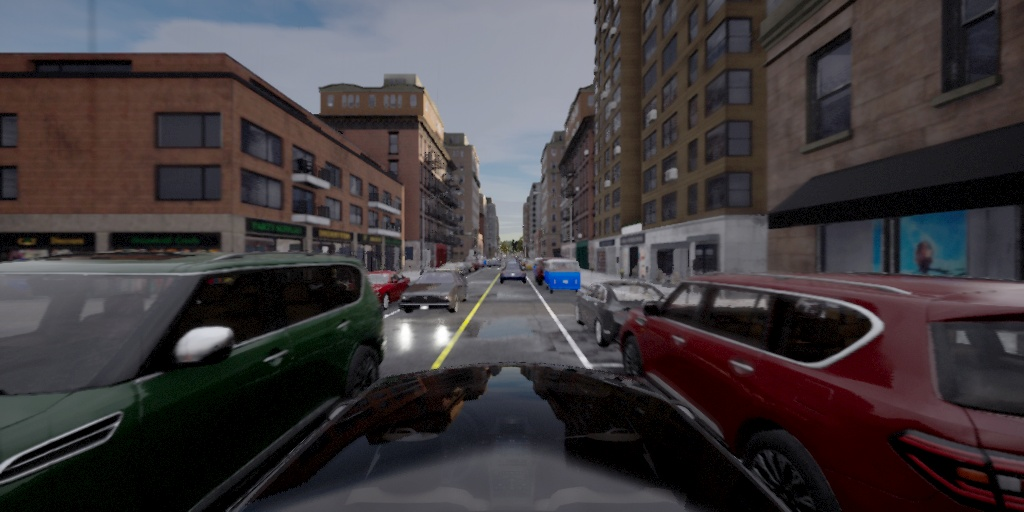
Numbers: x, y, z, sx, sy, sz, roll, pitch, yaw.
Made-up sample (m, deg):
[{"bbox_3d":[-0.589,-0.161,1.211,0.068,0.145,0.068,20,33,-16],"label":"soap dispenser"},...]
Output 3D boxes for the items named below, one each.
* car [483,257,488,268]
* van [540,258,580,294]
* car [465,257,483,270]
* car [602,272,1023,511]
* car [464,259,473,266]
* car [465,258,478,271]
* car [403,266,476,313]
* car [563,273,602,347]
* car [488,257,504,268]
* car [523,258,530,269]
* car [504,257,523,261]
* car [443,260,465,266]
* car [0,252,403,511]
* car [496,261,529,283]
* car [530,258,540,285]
[{"bbox_3d":[-5.391,1.258,57.760,1.802,1.307,4.207,0,0,0],"label":"car"},{"bbox_3d":[2.690,1.067,19.918,1.690,1.789,3.998,0,0,0],"label":"van"},{"bbox_3d":[-5.394,1.005,46.948,2.192,1.841,5.009,0,0,0],"label":"car"},{"bbox_3d":[2.705,1.062,3.699,2.192,1.841,5.009,0,0,0],"label":"car"},{"bbox_3d":[-5.397,1.255,36.135,2.007,1.370,4.403,0,0,0],"label":"car"},{"bbox_3d":[-5.396,1.263,41.541,1.948,1.339,4.313,0,0,0],"label":"car"},{"bbox_3d":[-2.837,1.282,14.279,2.033,1.411,5.357,0,0,0],"label":"car"},{"bbox_3d":[2.700,1.291,9.105,2.007,1.370,4.403,0,0,0],"label":"car"},{"bbox_3d":[-2.801,1.238,58.330,1.994,1.385,4.181,0,0,0],"label":"car"},{"bbox_3d":[2.666,1.215,47.119,1.751,1.417,4.829,0,0,0],"label":"car"},{"bbox_3d":[0.085,1.218,45.256,1.812,1.442,4.674,0,0,0],"label":"car"},{"bbox_3d":[-5.399,1.237,30.560,1.751,1.417,4.829,0,0,0],"label":"car"},{"bbox_3d":[-2.850,0.973,2.868,2.150,2.045,5.566,0,0,0],"label":"car"},{"bbox_3d":[0.078,1.280,27.596,1.994,1.385,4.181,0,0,0],"label":"car"},{"bbox_3d":[2.685,1.034,25.324,2.192,1.841,5.009,0,0,0],"label":"car"}]
